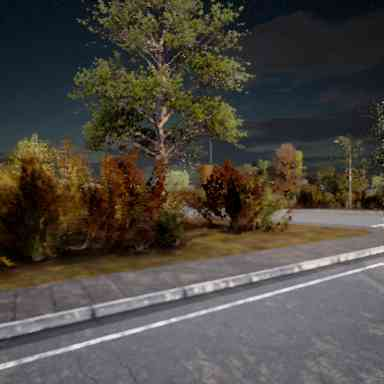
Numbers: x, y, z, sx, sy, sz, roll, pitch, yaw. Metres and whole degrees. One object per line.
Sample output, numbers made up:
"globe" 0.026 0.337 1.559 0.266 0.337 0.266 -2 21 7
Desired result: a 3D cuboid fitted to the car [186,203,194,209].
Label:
"car" -1.287 2.027 53.163 4.892 1.490 1.837 -1 0 40
